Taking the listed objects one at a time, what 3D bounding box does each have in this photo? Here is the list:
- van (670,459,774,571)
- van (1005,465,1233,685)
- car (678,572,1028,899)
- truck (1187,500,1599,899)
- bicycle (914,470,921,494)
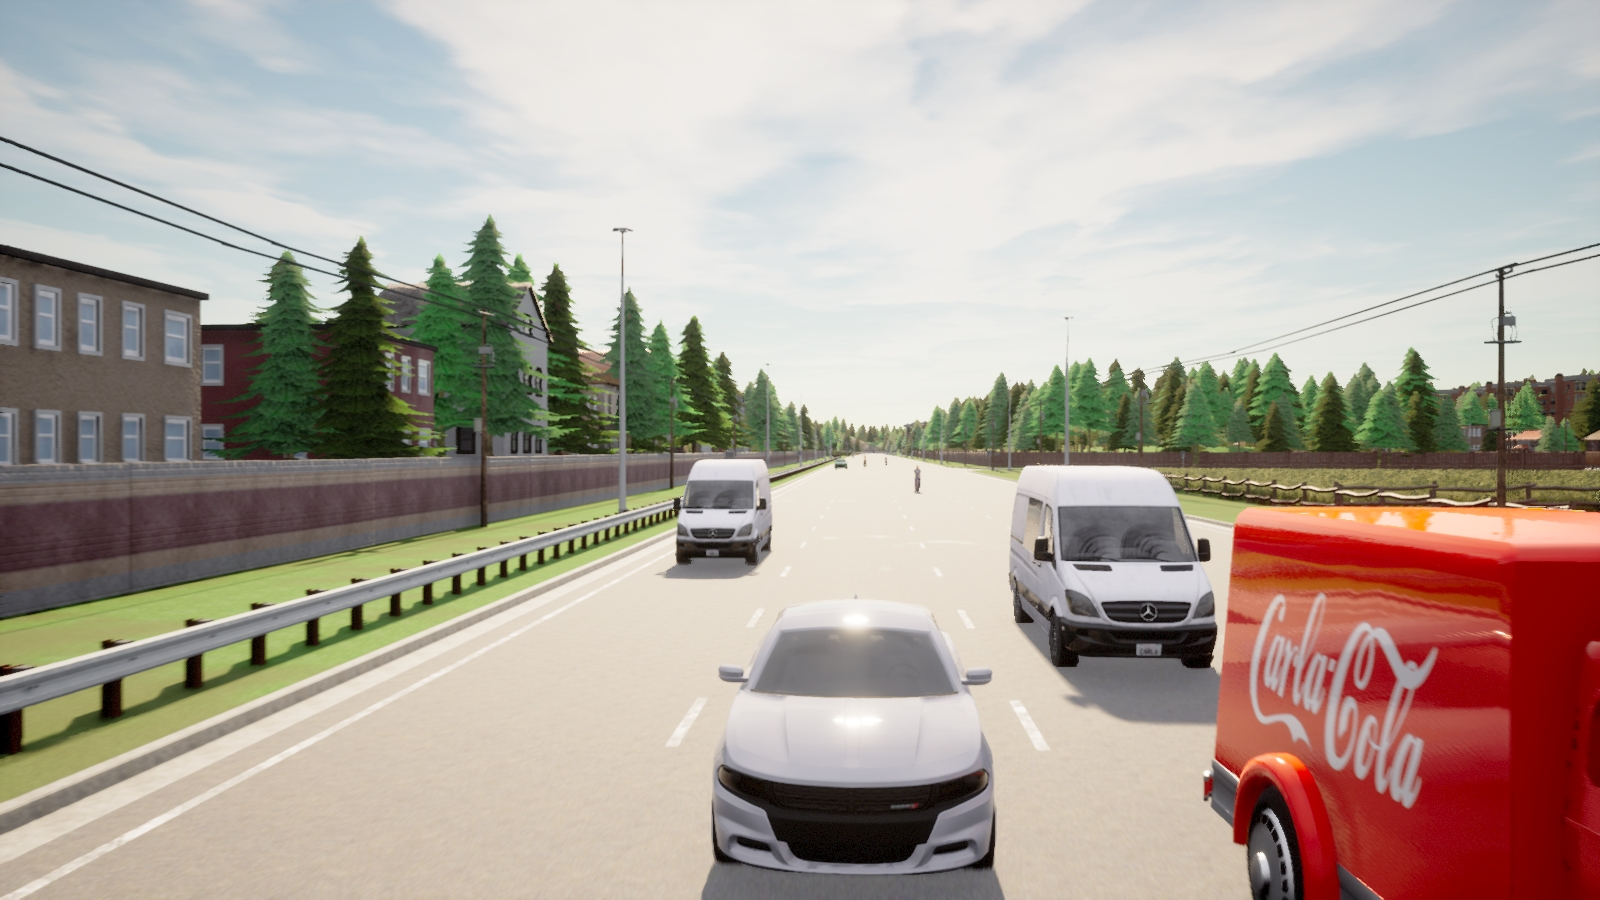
[{"bbox_3d":[-1.893,1.542,29.745,1.988,2.561,5.915,0,0,3],"label":"van"},{"bbox_3d":[4.375,1.540,16.738,1.988,2.561,5.915,0,0,3],"label":"van"},{"bbox_3d":[0.451,2.037,9.350,2.097,1.535,5.006,0,0,3],"label":"car"},{"bbox_3d":[3.752,1.571,5.027,2.627,2.467,5.204,0,0,4],"label":"truck"},{"bbox_3d":[7.706,2.076,74.865,0.373,1.496,1.643,0,0,3],"label":"bicycle"}]
